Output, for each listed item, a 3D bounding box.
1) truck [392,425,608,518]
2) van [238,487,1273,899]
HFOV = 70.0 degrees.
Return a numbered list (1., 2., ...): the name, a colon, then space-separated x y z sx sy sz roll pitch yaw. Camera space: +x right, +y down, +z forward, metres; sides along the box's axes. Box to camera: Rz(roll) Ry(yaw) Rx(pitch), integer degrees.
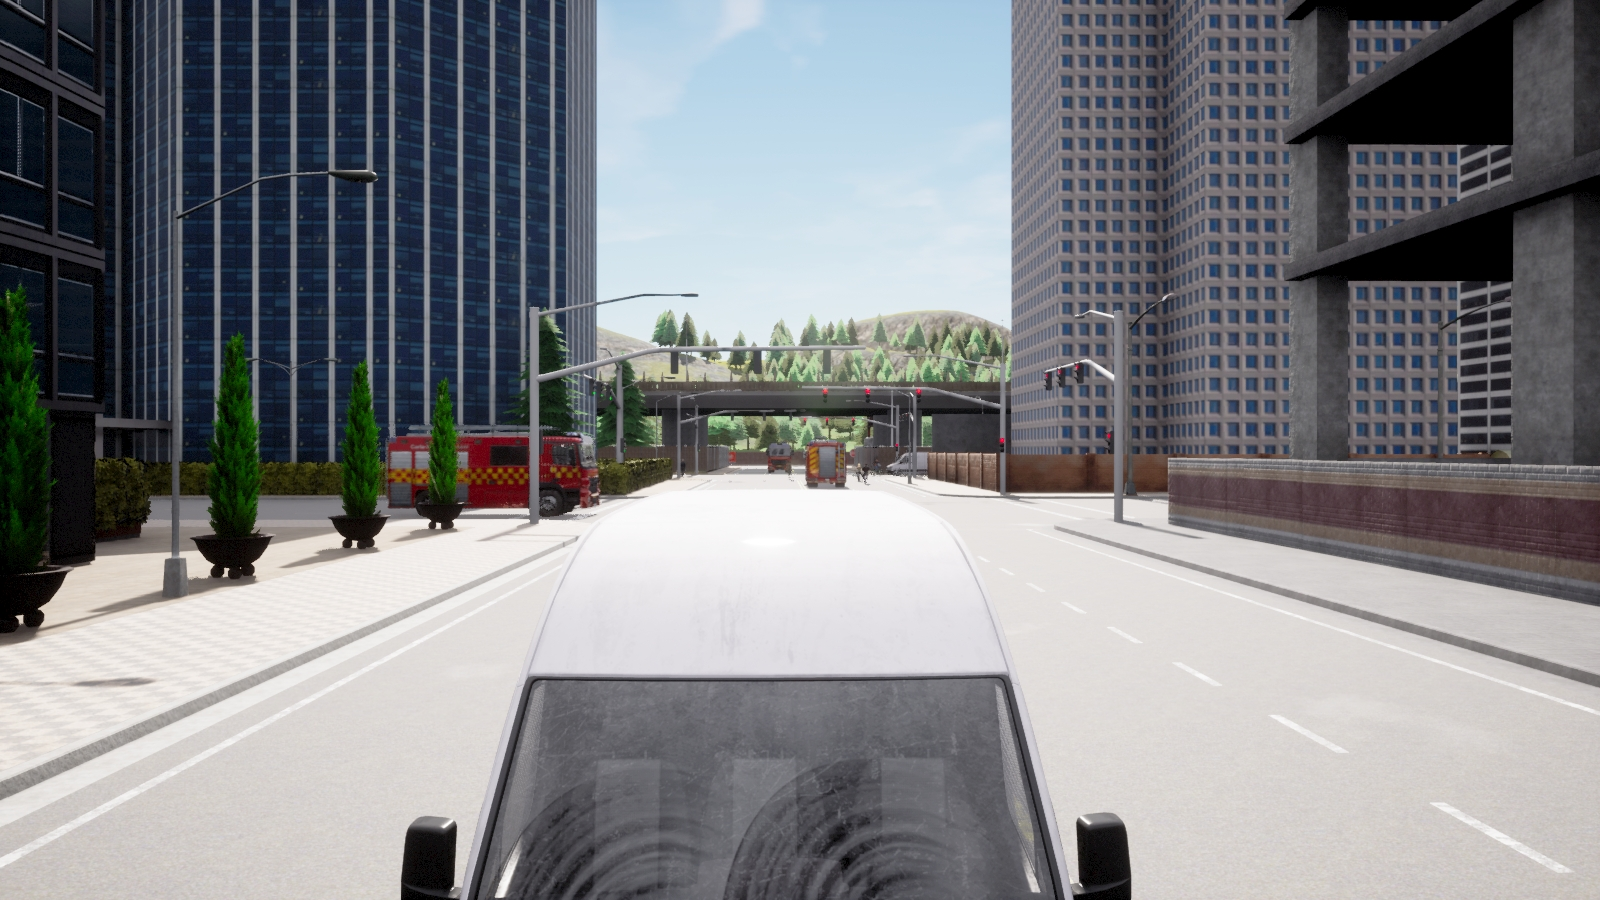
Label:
1. truck: -12.708 0.890 48.944 8.468 3.827 2.891 0 0 1
2. van: -0.128 1.535 5.152 1.988 2.561 5.915 0 0 -1
